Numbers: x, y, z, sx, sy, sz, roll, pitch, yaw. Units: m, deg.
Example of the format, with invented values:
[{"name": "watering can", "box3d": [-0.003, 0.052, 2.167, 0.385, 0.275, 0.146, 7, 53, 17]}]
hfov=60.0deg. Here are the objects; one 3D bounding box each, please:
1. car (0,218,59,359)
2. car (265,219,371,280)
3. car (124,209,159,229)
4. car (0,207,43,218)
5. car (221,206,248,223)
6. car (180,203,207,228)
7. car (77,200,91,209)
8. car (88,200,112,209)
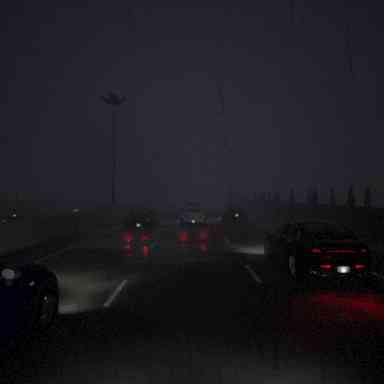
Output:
[{"name": "car", "box3d": [-3.401, 1.395, 4.054, 2.097, 1.767, 4.553, 0, -1, 0]}, {"name": "car", "box3d": [3.598, 1.612, 10.319, 1.837, 1.490, 4.892, 0, -1, 0]}, {"name": "car", "box3d": [-3.404, 1.841, 23.354, 1.895, 1.301, 4.718, 0, -1, 0]}, {"name": "car", "box3d": [-14.100, 1.880, 27.233, 1.895, 1.301, 4.718, 0, -1, 0]}, {"name": "car", "box3d": [3.595, 1.859, 28.690, 1.994, 1.385, 4.181, 0, -1, 0]}, {"name": "car", "box3d": [0.094, 1.779, 24.593, 1.812, 1.442, 4.674, 0, -1, 0]}, {"name": "car", "box3d": [-17.822, 2.052, 56.069, 1.882, 1.535, 5.008, 0, -1, -1]}, {"name": "car", "box3d": [-10.607, 1.937, 40.074, 1.812, 1.442, 4.674, 0, -1, 0]}]
